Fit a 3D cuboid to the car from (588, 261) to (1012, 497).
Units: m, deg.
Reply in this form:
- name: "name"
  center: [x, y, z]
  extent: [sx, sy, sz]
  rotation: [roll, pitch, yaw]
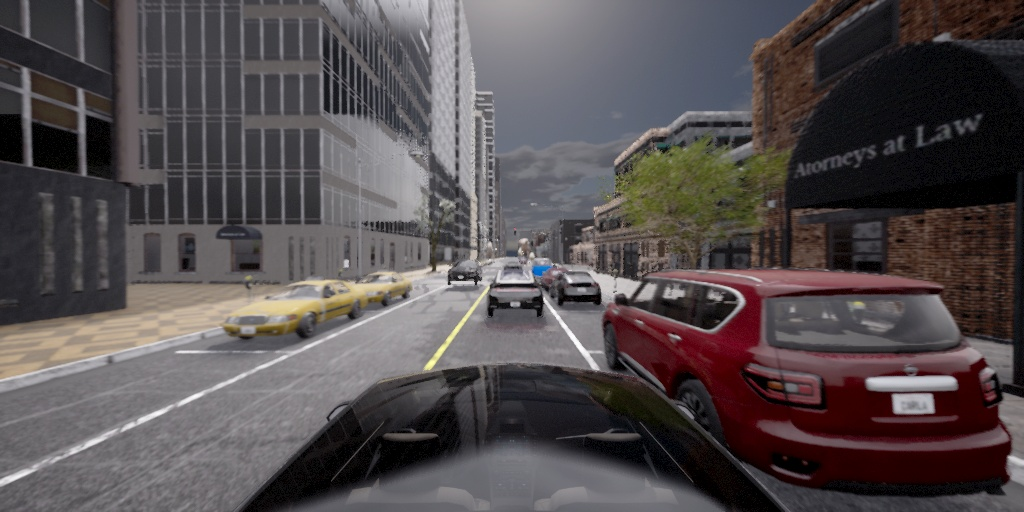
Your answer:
- name: "car"
  center: [2.689, 1.068, 4.775]
  extent: [2.192, 1.841, 5.009]
  rotation: [0, 0, 0]

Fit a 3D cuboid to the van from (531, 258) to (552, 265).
- name: "van"
  center: [2.690, 1.121, 32.447]
  extent: [1.690, 1.789, 3.998]
  rotation: [0, 0, 0]

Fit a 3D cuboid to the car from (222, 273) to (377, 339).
- name: "car"
  center: [-5.692, 1.284, 10.152]
  extent: [1.751, 1.417, 4.829]
  rotation: [0, 0, 0]

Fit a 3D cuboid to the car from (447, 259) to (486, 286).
- name: "car"
  center: [-3.000, 0.967, 23.513]
  extent: [1.882, 1.535, 5.008]
  rotation: [0, 0, 0]

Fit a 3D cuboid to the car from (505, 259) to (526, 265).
- name: "car"
  center: [0.101, 1.286, 34.467]
  extent: [1.837, 1.490, 4.892]
  rotation: [0, 0, 0]

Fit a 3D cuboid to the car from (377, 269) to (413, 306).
- name: "car"
  center: [-5.692, 1.289, 15.686]
  extent: [1.751, 1.417, 4.829]
  rotation: [0, 0, 0]

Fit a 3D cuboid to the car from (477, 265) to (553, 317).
- name: "car"
  center: [0.101, 1.251, 13.212]
  extent: [2.128, 1.511, 4.902]
  rotation: [0, 0, 0]

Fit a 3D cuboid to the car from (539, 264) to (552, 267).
- name: "car"
  center: [2.690, 1.351, 21.378]
  extent: [1.802, 1.307, 4.207]
  rotation: [0, 0, 0]

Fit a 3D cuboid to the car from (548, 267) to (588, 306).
- name: "car"
  center: [2.689, 1.329, 15.844]
  extent: [1.948, 1.339, 4.313]
  rotation: [0, 0, 0]
